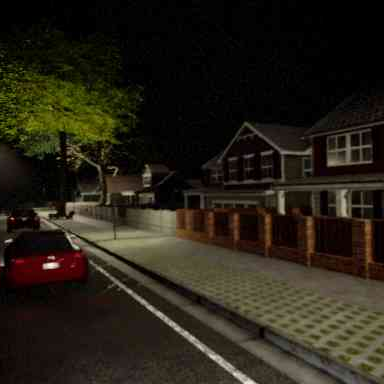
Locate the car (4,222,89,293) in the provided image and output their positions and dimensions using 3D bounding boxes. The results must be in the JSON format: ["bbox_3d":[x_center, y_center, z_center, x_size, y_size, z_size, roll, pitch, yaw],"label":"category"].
[{"bbox_3d":[-4.378,1.799,9.803,1.994,1.385,4.181,-1,-1,-29],"label":"car"}]

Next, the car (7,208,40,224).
[{"bbox_3d":[-12.848,2.011,25.348,2.097,1.767,4.553,-1,-1,-29],"label":"car"}]
